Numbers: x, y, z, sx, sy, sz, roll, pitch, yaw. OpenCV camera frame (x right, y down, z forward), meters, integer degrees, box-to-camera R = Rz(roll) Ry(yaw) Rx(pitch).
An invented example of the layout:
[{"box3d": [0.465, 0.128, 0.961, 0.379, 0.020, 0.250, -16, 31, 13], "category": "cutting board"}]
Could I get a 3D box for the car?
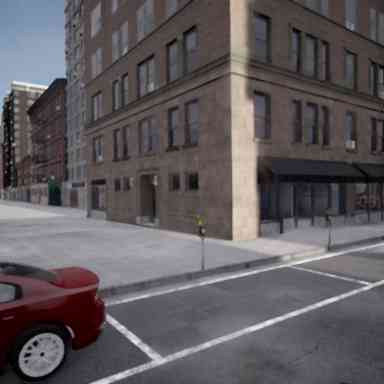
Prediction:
[{"box3d": [-3.296, 1.553, 3.837, 4.507, 1.381, 1.887, -1, 1, -36], "category": "car"}]
